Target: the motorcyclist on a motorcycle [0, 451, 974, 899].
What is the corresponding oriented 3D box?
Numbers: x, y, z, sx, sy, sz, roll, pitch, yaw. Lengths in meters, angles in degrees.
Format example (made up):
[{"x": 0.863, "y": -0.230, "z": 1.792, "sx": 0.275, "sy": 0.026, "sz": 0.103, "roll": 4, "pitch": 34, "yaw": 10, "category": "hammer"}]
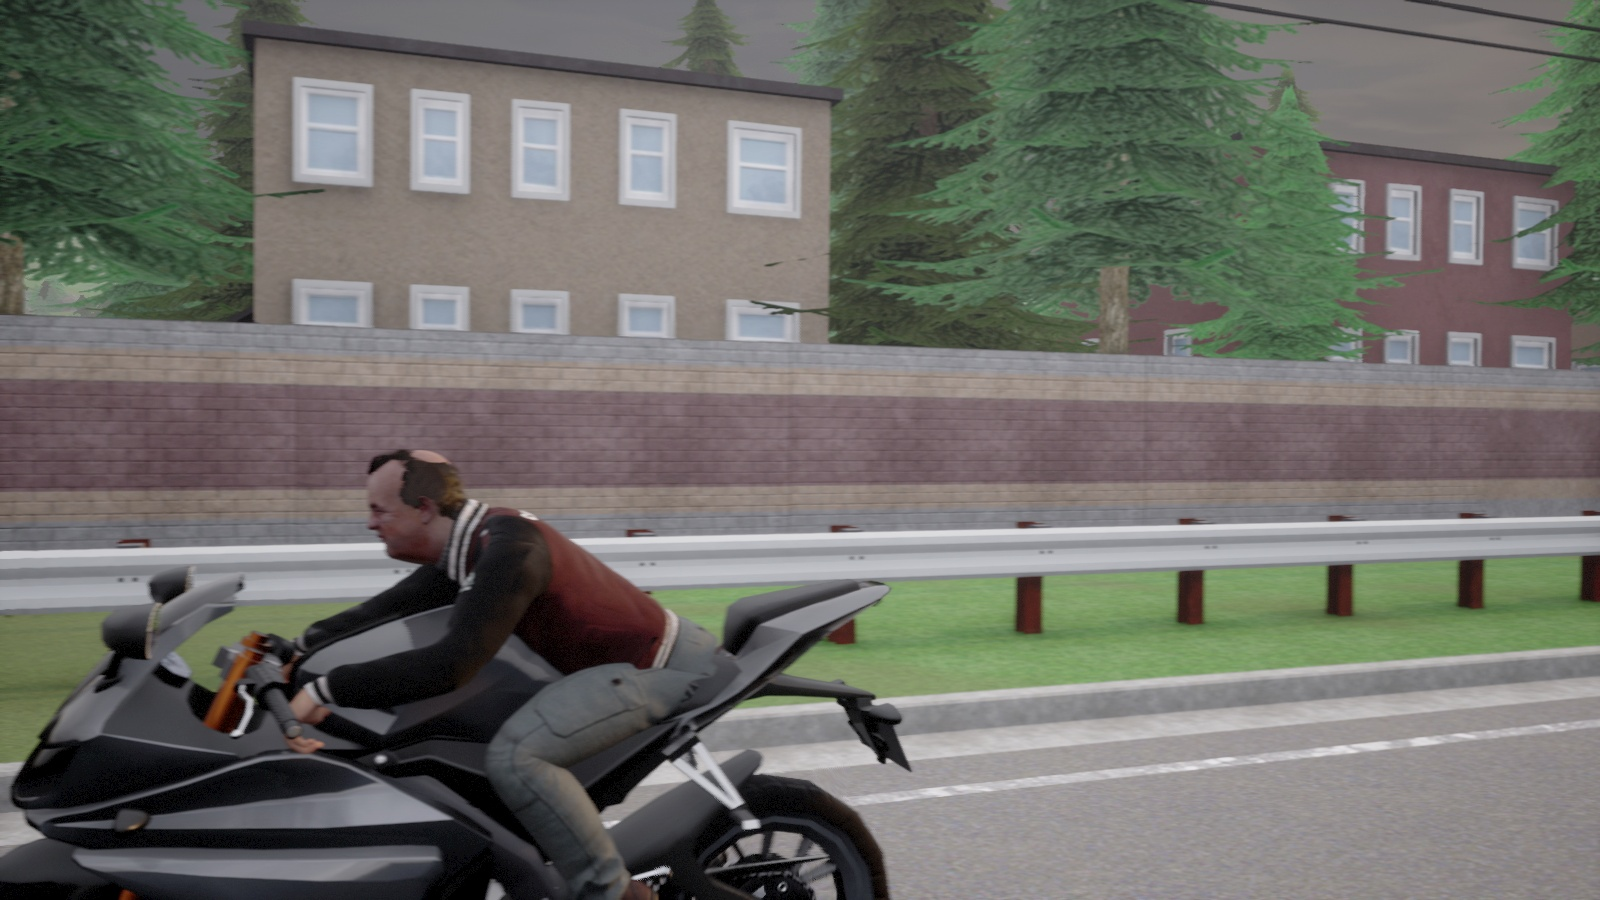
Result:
[{"x": -0.775, "y": 0.792, "z": 2.946, "sx": 2.191, "sy": 1.530, "sz": 0.866, "roll": -1, "pitch": 1, "yaw": -21, "category": "motorcyclist on a motorcycle"}]
